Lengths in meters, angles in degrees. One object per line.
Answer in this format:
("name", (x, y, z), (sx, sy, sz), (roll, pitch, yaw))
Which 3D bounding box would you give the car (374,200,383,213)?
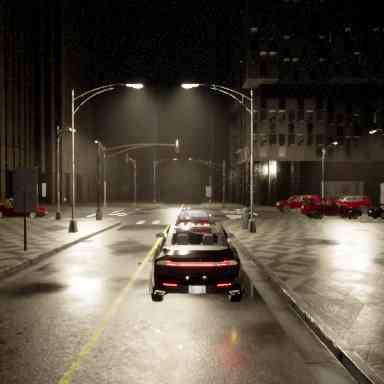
("car", (23.340, 1.635, 37.728), (4.313, 1.339, 1.947), (0, 1, 0))

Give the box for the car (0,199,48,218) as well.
("car", (-14.959, 1.566, 29.036), (4.507, 1.381, 1.887), (0, 1, 0))

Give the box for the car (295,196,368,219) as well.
("car", (12.083, 1.463, 29.152), (5.009, 1.841, 2.192), (0, 1, 0))

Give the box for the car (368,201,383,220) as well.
("car", (17.725, 1.743, 29.180), (4.313, 1.339, 1.947), (0, 1, 0))

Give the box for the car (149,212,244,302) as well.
("car", (0.089, 1.490, 8.235), (2.128, 1.511, 4.902), (0, 0, 0))

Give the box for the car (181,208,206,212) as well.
("car", (0.077, 1.550, 17.944), (2.033, 1.411, 5.357), (0, 0, 0))

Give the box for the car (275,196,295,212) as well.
("car", (12.056, 1.326, 37.676), (5.009, 1.841, 2.192), (0, 1, 0))

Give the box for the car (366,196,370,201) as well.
("car", (17.699, 1.354, 37.701), (5.009, 1.841, 2.192), (0, 1, 0))
